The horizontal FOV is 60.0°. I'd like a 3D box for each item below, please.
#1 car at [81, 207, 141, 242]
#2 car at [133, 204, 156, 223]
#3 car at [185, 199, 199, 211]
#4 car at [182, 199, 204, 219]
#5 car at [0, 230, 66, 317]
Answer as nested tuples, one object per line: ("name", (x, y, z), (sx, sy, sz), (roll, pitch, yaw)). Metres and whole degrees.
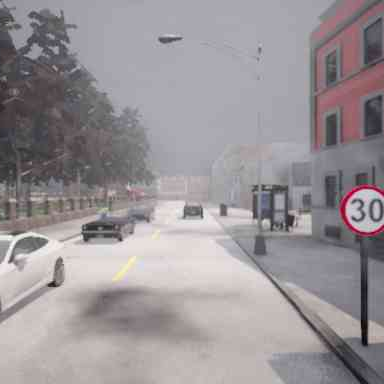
("car", (-4.093, 1.684, 17.068), (1.895, 1.301, 4.718), (0, 0, 0))
("car", (-4.065, 1.680, 27.401), (2.033, 1.411, 5.357), (0, 0, 0))
("car", (0.047, 1.747, 45.737), (1.812, 1.442, 4.674), (0, 0, 1))
("car", (0.104, 1.630, 31.464), (1.882, 1.535, 5.008), (0, 0, 0))
("car", (-4.085, 1.559, 6.768), (1.812, 1.442, 4.674), (0, 0, 0))
